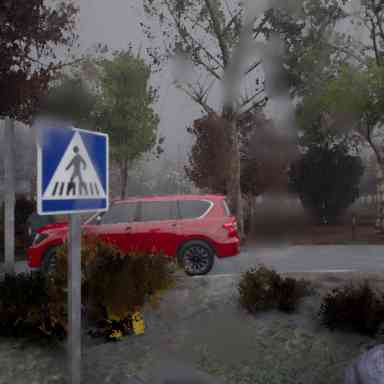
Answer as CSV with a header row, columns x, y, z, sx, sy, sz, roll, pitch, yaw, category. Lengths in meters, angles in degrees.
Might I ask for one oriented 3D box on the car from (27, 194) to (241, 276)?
x,y,z,sx,sy,sz,roll,pitch,yaw,category
-1.475,1.120,9.200,5.566,2.045,2.150,-2,0,-2,car
